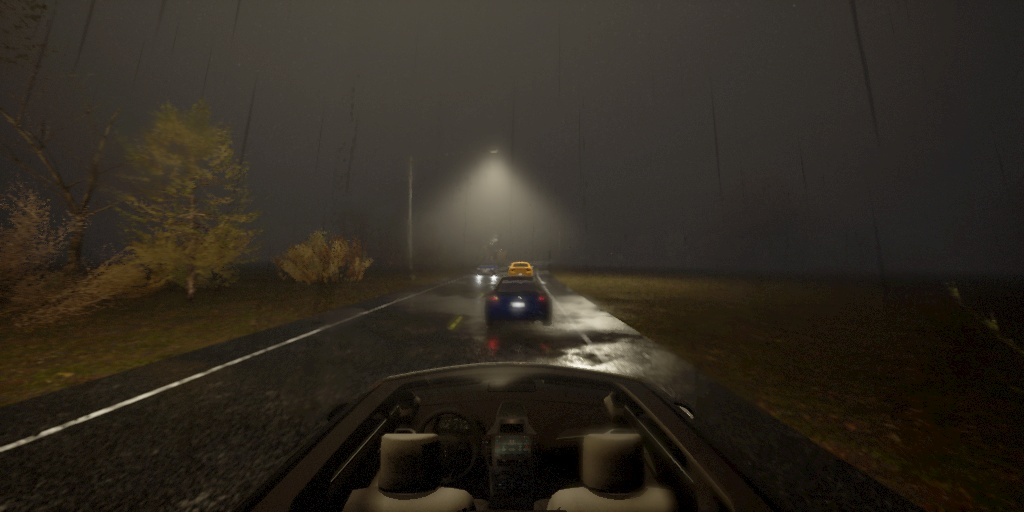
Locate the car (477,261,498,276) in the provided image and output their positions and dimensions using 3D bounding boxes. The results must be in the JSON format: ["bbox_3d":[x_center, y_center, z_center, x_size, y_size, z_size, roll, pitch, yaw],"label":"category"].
[{"bbox_3d":[-2.516,1.285,38.358,1.812,1.442,4.674,0,0,4],"label":"car"}]

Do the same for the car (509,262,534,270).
[{"bbox_3d":[0.738,1.236,29.479,1.882,1.535,5.008,0,0,3],"label":"car"}]

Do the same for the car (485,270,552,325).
[{"bbox_3d":[0.215,1.318,11.852,1.994,1.385,4.181,0,0,1],"label":"car"}]
